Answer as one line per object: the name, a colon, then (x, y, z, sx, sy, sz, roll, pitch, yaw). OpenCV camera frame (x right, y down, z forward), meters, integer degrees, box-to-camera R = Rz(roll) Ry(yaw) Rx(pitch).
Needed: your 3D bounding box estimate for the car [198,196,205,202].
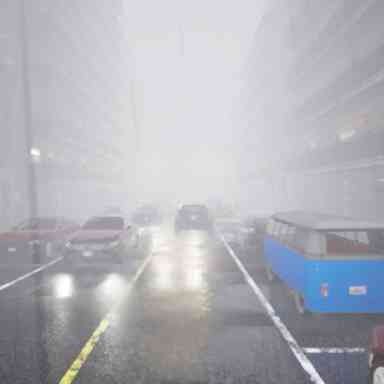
car: (2.660, 1.819, 90.262, 1.752, 1.417, 4.829, -1, 0, 0)

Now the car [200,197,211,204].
car: (2.666, 1.766, 67.997, 2.008, 1.369, 4.403, -1, 0, 0)

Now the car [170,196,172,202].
car: (-5.715, 1.759, 68.009, 1.887, 1.381, 4.507, 0, 0, 0)

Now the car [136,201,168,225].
car: (-3.073, 1.633, 24.255, 1.994, 1.385, 4.181, 0, 0, 0)

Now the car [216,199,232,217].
car: (2.675, 1.613, 29.504, 1.752, 1.417, 4.829, 0, 0, 0)

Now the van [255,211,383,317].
van: (2.680, 1.362, 7.241, 1.690, 1.788, 3.998, 0, 0, 0)

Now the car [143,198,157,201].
car: (-5.708, 1.647, 40.222, 1.752, 1.417, 4.829, 0, 0, 0)

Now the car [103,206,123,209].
car: (-5.703, 1.652, 23.821, 1.802, 1.307, 4.206, 0, 0, 0)

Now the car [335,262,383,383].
car: (2.683, 1.550, 1.717, 1.887, 1.381, 4.507, 0, 0, 0)

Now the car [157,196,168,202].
car: (-5.712, 1.743, 56.961, 1.947, 1.339, 4.313, 0, 0, 0)

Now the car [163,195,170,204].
car: (-5.714, 1.740, 62.485, 1.887, 1.381, 4.507, 0, 0, 0)

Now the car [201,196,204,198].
car: (2.667, 1.747, 62.474, 2.008, 1.369, 4.403, -1, 0, 0)

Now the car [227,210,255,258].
car: (2.681, 1.603, 12.764, 1.947, 1.339, 4.313, 0, 0, 0)

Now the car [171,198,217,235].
car: (0.096, 1.408, 19.480, 2.097, 1.767, 4.553, 0, 0, 0)

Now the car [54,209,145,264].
car: (-3.054, 1.561, 12.062, 1.812, 1.442, 4.674, 0, 0, 0)

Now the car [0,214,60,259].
car: (-5.701, 1.582, 12.774, 1.887, 1.381, 4.507, 0, 0, 0)

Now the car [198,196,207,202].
car: (2.661, 1.824, 84.568, 2.008, 1.369, 4.403, -1, 0, 0)

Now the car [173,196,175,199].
car: (-5.719, 1.693, 79.056, 1.967, 1.590, 4.097, -1, 0, 0)

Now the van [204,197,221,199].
van: (2.671, 1.464, 40.382, 1.690, 1.788, 3.998, -1, 0, 0)
